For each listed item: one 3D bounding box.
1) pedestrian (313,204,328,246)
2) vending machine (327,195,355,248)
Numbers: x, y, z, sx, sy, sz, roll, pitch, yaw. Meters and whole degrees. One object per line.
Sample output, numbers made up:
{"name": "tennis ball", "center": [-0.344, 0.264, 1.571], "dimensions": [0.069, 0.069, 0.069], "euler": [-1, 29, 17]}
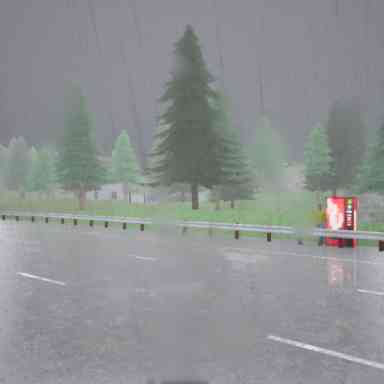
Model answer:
{"name": "pedestrian", "center": [5.396, 1.294, 13.903], "dimensions": [0.375, 1.860, 0.375], "euler": [0, 0, 35]}
{"name": "vending machine", "center": [6.321, 1.195, 14.092], "dimensions": [0.880, 2.100, 1.100], "euler": [0, 0, 35]}
